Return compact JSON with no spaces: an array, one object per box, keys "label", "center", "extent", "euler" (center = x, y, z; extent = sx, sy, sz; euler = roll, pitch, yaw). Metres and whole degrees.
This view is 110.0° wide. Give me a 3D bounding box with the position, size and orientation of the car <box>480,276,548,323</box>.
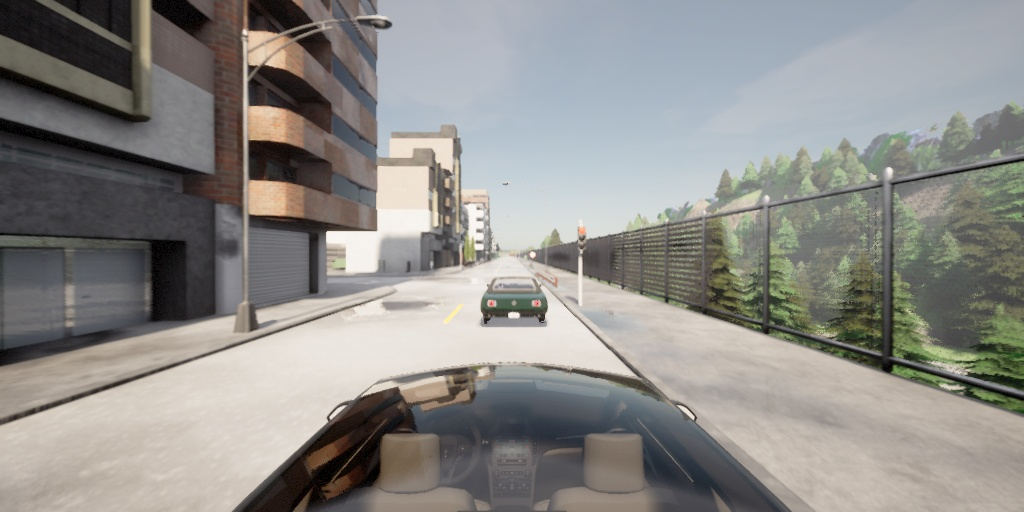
[{"label":"car","center":[0.072,1.309,11.945],"extent":[1.895,1.301,4.718],"euler":[0,0,0]}]
